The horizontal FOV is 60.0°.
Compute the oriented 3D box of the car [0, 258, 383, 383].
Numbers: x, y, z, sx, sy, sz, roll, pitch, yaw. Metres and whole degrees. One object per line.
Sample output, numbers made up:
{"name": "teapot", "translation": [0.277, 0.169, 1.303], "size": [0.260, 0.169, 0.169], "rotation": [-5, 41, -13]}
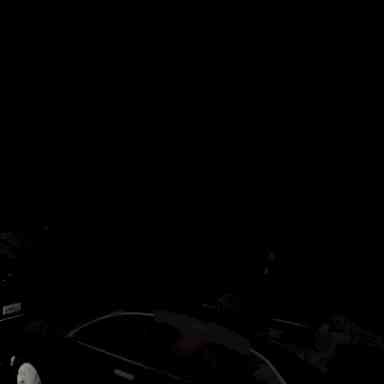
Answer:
{"name": "car", "translation": [-0.024, 1.547, 3.105], "size": [4.403, 1.369, 2.008], "rotation": [0, 0, 36]}

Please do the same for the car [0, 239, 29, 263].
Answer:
{"name": "car", "translation": [-4.501, 1.531, 6.344], "size": [4.403, 1.369, 2.008], "rotation": [0, 0, 36]}
